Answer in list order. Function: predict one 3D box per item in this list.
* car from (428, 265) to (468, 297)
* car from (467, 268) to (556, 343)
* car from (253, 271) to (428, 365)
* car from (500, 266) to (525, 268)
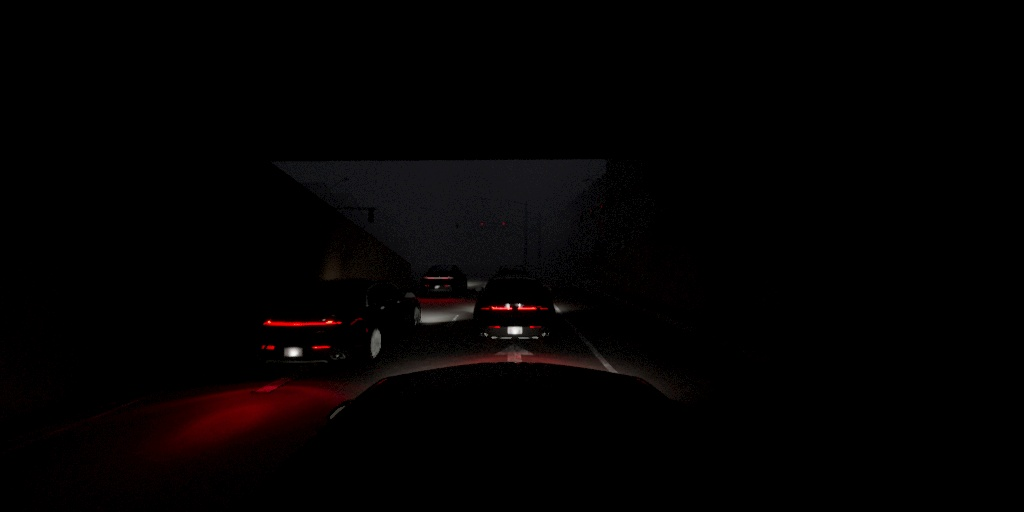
[{"bbox_3d":[-3.488,1.234,19.012,2.128,1.511,4.902,0,0,-1],"label":"car"},{"bbox_3d":[0.051,1.251,9.639,1.837,1.490,4.892,0,0,0],"label":"car"},{"bbox_3d":[-3.444,1.253,8.042,1.837,1.490,4.892,0,0,0],"label":"car"},{"bbox_3d":[0.008,1.247,19.049,1.837,1.490,4.892,0,0,0],"label":"car"}]
